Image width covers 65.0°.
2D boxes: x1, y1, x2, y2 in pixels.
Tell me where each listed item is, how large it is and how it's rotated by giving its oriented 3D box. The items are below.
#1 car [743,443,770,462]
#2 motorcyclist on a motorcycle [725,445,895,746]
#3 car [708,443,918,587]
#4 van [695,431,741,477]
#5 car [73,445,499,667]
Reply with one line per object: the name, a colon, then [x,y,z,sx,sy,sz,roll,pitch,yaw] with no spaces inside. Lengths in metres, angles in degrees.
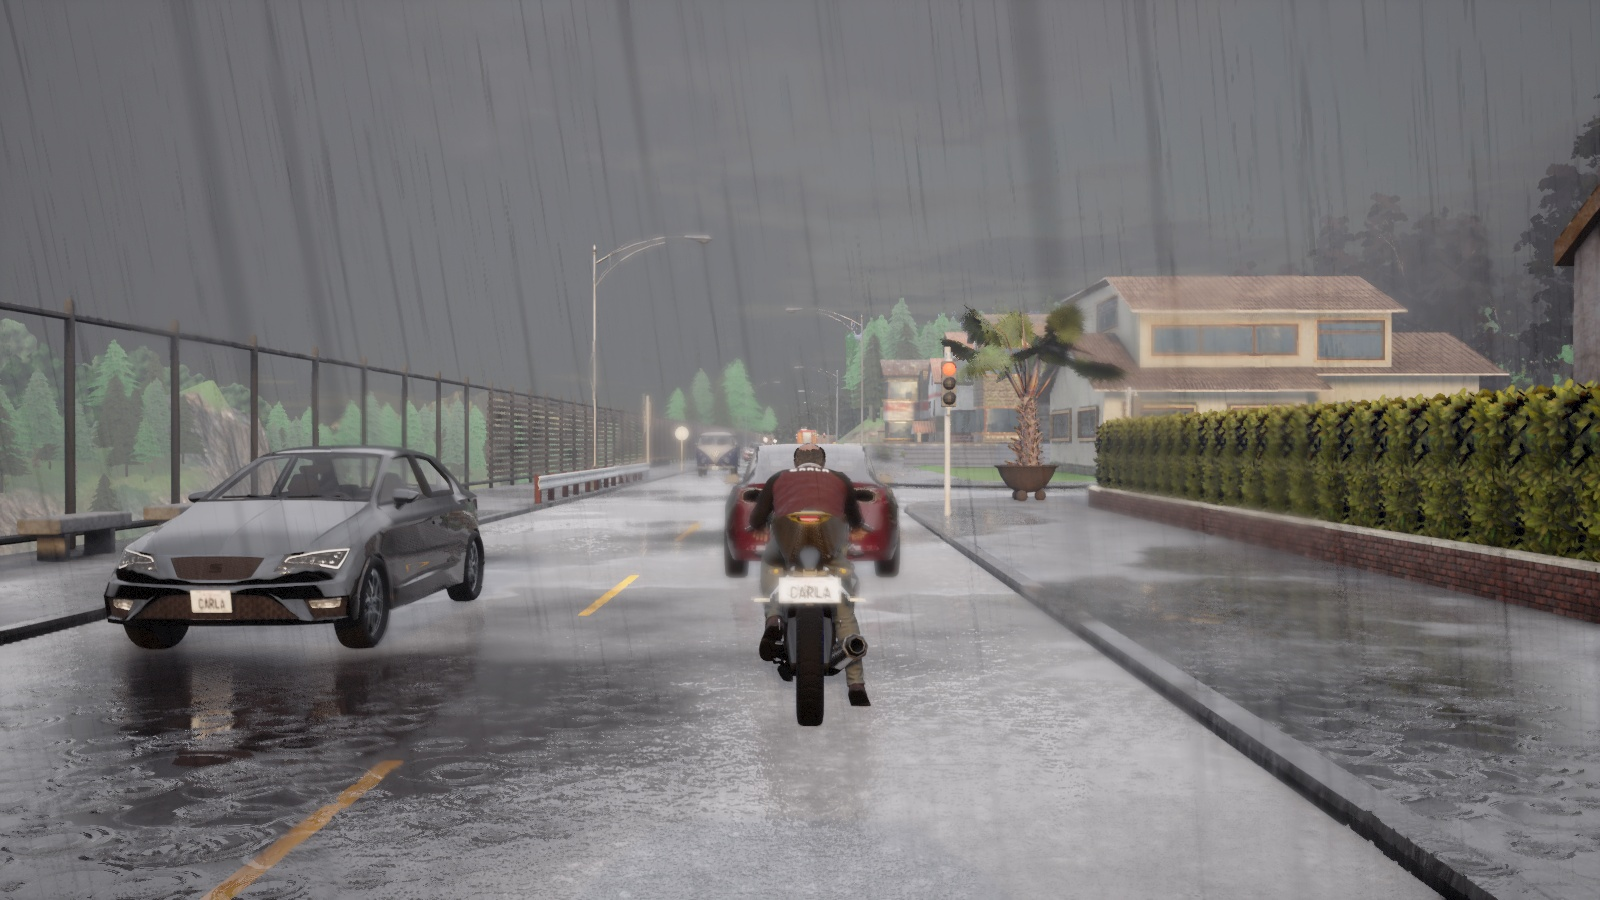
car: [-3.438,0.149,99.315,1.970,1.475,3.806,0,0,0]
motorcyclist on a motorcycle: [0.056,0.739,7.498,0.866,1.530,2.191,0,0,0]
car: [0.124,0.660,15.372,2.163,1.488,4.792,0,0,0]
van: [-3.672,0.176,56.809,1.775,1.987,4.442,0,0,0]
car: [-3.927,0.698,10.470,1.816,1.474,4.193,0,0,0]
